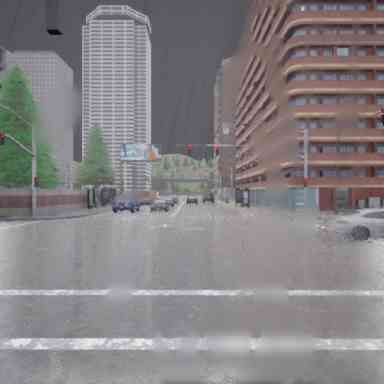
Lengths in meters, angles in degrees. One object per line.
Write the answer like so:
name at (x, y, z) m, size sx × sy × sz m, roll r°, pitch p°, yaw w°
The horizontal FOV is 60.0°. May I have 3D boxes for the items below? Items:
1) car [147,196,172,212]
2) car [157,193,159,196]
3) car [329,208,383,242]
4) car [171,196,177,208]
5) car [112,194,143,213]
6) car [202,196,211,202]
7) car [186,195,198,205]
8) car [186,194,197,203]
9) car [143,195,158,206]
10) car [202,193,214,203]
car at (-3.648, 1.526, 38.279) m, size 1.812 × 1.442 × 4.674 m, roll 0°, pitch 0°, yaw 0°
car at (-7.090, 1.522, 68.590) m, size 1.812 × 1.442 × 4.674 m, roll 0°, pitch 0°, yaw 0°
car at (8.881, 1.481, 15.459) m, size 4.674 × 1.442 × 1.812 m, roll 0°, pitch 1°, yaw 7°
car at (-3.658, 1.526, 49.704) m, size 1.812 × 1.442 × 4.674 m, roll 0°, pitch 0°, yaw 0°
car at (-7.149, 1.221, 36.542) m, size 2.150 × 2.045 × 5.566 m, roll 0°, pitch 0°, yaw 0°
car at (3.397, 1.576, 78.268) m, size 1.895 × 1.301 × 4.718 m, roll 0°, pitch 0°, yaw 0°
car at (0.024, 1.477, 59.495) m, size 1.882 × 1.535 × 5.008 m, roll 0°, pitch 0°, yaw 0°
car at (-0.091, 1.352, 69.487) m, size 2.097 × 1.767 × 4.553 m, roll 0°, pitch 0°, yaw 0°
car at (-7.164, 1.547, 52.827) m, size 2.033 × 1.411 × 5.357 m, roll 0°, pitch 0°, yaw 0°
car at (3.410, 1.221, 68.701) m, size 2.150 × 2.045 × 5.566 m, roll 0°, pitch 0°, yaw 0°
